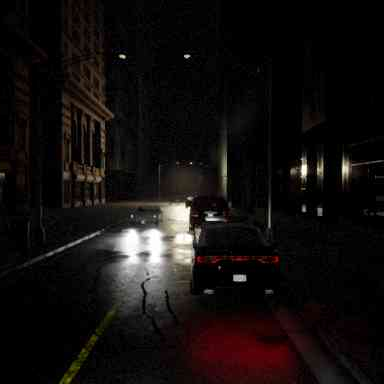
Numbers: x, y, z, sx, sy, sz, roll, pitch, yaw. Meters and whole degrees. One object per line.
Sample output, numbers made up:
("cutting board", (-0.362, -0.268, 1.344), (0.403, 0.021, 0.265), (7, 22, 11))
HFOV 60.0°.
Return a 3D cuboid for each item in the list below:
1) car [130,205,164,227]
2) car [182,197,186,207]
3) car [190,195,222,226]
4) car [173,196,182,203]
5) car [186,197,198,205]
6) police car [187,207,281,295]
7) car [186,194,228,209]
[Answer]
("car", (-3.079, 1.609, 23.238), (1.895, 1.301, 4.718), (0, 0, 0))
("car", (0.057, 1.509, 46.180), (2.128, 1.511, 4.902), (0, 0, 0))
("car", (0.923, 1.234, 24.797), (2.150, 2.045, 5.566), (0, 0, 0))
("car", (-2.933, 1.492, 69.457), (1.882, 1.535, 5.008), (0, 0, 0))
("car", (0.058, 1.564, 59.869), (2.033, 1.411, 5.357), (0, 0, 0))
("police car", (0.906, 1.425, 8.876), (1.930, 1.638, 5.238), (0, 0, 0))
("car", (0.917, 1.230, 18.796), (2.150, 2.045, 5.566), (0, 0, 0))
